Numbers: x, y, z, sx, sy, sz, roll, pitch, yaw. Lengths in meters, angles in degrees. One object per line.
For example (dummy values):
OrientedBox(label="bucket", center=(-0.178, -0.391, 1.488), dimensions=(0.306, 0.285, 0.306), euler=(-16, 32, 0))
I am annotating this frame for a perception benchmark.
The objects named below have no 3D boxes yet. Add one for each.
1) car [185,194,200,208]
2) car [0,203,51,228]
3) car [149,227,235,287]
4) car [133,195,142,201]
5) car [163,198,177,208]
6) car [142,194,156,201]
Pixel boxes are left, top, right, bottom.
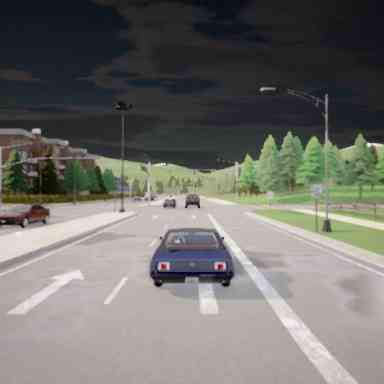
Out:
OrientedBox(label="car", center=(0.104, 1.399, 51.999), dimensions=(2.150, 2.045, 5.566), euler=(0, 0, 0))
OrientedBox(label="car", center=(-11.554, 1.556, 22.947), dimensions=(1.882, 1.535, 5.008), euler=(0, 0, 0))
OrientedBox(label="car", center=(0.002, 1.633, 9.388), dimensions=(1.895, 1.301, 4.718), euler=(0, 0, 0))
OrientedBox(label="car", center=(-15.413, 1.841, 92.990), dimensions=(1.812, 1.442, 4.674), euler=(0, 0, -1))
OrientedBox(label="car", center=(-3.398, 1.669, 52.064), dimensions=(2.128, 1.511, 4.902), euler=(0, 0, 0))
OrientedBox(label="car", center=(-11.913, 1.542, 93.014), dimensions=(2.150, 2.045, 5.566), euler=(0, 0, -1))
